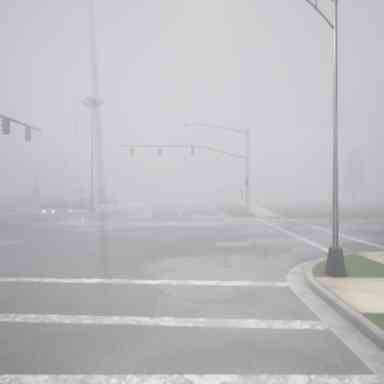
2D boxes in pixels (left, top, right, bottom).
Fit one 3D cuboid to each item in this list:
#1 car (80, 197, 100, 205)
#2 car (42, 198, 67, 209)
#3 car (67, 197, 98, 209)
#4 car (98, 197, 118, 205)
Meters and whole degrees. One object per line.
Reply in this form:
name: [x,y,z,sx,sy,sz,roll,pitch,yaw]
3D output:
car: [-17.756,1.588,58.250,1.895,1.301,4.718,0,0,1]
car: [-18.007,1.538,44.397,2.033,1.411,5.357,0,0,1]
car: [-14.506,1.495,44.325,1.837,1.490,4.892,0,0,1]
car: [-14.269,1.551,57.666,1.994,1.385,4.181,0,0,1]
